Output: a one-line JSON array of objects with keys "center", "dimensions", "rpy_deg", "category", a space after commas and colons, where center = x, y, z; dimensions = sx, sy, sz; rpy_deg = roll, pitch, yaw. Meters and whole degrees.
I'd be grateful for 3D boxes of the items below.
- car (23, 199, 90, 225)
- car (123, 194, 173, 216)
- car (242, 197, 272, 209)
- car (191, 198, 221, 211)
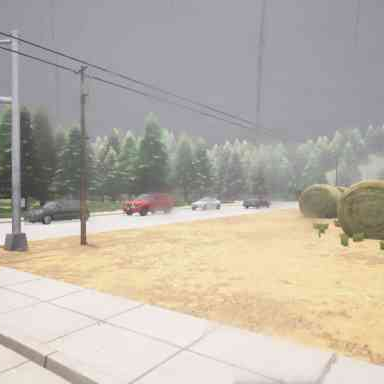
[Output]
[{"center": [-9.918, 1.362, 24.592], "dimensions": [2.097, 1.767, 4.553], "rpy_deg": [0, 0, 37], "category": "car"}, {"center": [-4.135, 1.180, 32.369], "dimensions": [2.150, 2.045, 5.566], "rpy_deg": [0, 0, 37], "category": "car"}, {"center": [8.466, 1.411, 43.123], "dimensions": [2.033, 1.411, 5.357], "rpy_deg": [0, 0, 37], "category": "car"}, {"center": [1.778, 1.431, 40.310], "dimensions": [1.812, 1.442, 4.674], "rpy_deg": [0, 0, 37], "category": "car"}]
